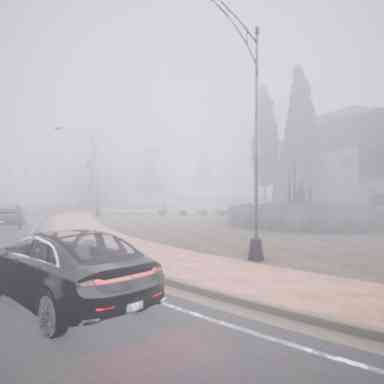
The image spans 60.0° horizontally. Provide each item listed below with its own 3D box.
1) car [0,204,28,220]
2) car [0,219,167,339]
[{"bbox_3d":[-11.792,1.527,21.392,2.128,1.511,4.902,0,0,-23],"label":"car"},{"bbox_3d":[-2.583,1.512,6.718,4.902,1.511,2.128,0,0,45],"label":"car"}]
